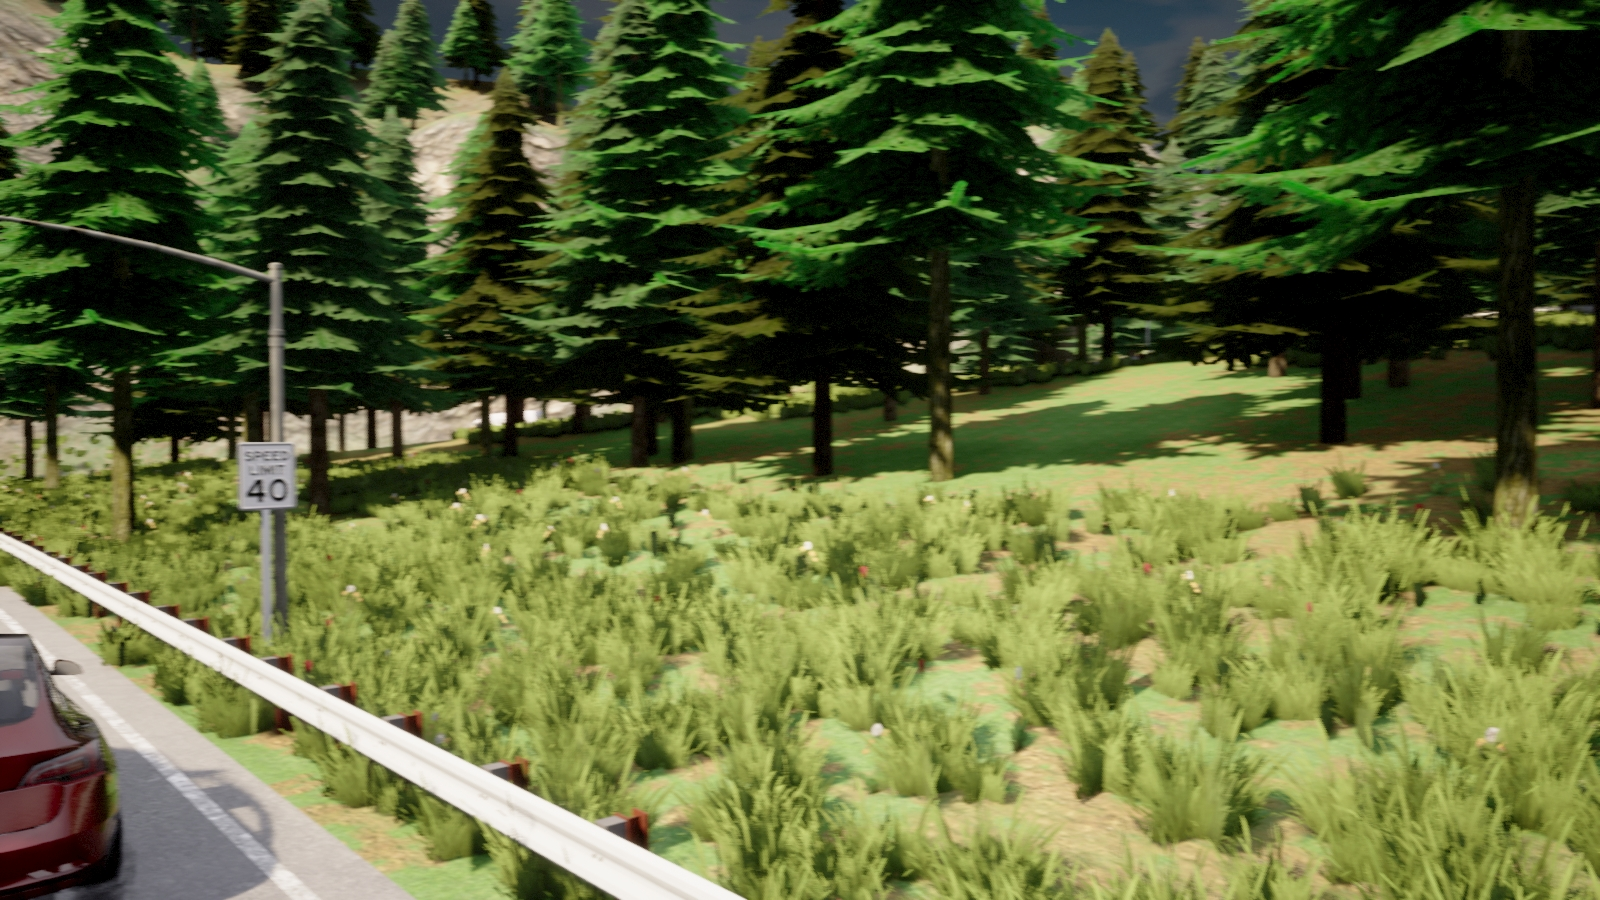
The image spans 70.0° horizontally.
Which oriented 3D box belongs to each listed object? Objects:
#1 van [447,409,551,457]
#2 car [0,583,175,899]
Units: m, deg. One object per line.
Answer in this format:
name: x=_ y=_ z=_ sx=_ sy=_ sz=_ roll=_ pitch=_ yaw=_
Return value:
van: x=-19.181 y=-1.076 z=72.992 sx=5.915 sy=2.561 sz=1.988 roll=-4 pitch=0 yaw=7
car: x=-6.025 y=1.974 z=7.806 sx=2.163 sy=1.488 sz=4.792 roll=-1 pitch=1 yaw=-40
